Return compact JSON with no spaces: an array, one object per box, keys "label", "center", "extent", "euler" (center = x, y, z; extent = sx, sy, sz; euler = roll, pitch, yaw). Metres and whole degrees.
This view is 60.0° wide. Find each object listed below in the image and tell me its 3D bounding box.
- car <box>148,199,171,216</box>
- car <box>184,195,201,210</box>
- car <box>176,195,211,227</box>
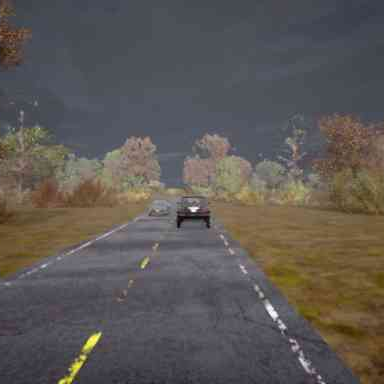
[{"label":"car","center":[-3.094,1.491,32.158],"extent":[1.837,1.490,4.892],"euler":[0,0,0]},{"label":"car","center":[0.100,1.330,42.560],"extent":[2.097,1.767,4.553],"euler":[0,0,0]},{"label":"car","center":[0.111,1.214,22.762],"extent":[2.150,2.045,5.566],"euler":[0,0,0]}]
